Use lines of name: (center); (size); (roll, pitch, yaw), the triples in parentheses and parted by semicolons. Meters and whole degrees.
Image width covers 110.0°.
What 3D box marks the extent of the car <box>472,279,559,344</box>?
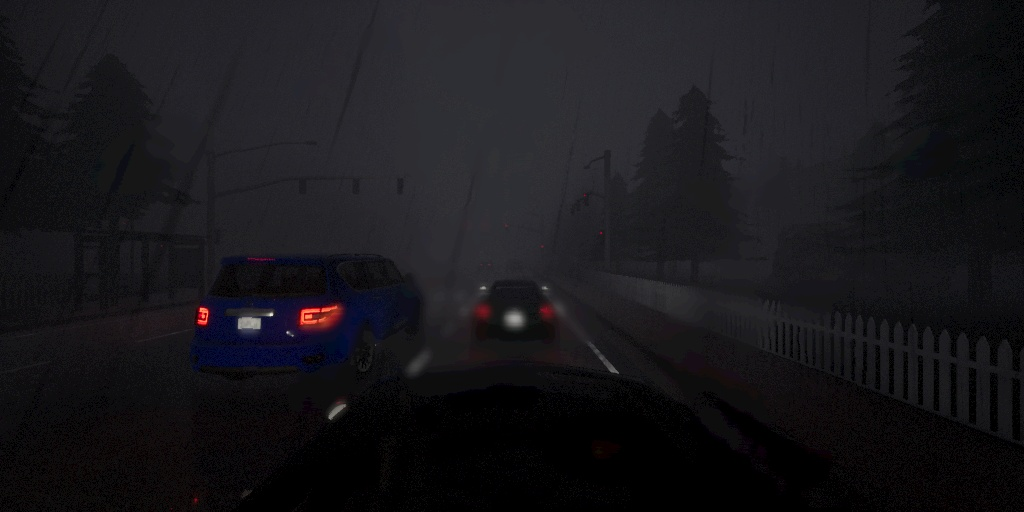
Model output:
car: (0.090, 1.314, 9.635); (1.994, 1.385, 4.181); (0, 0, 1)

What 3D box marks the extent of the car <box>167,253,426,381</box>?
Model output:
car: (-3.403, 0.972, 7.356); (2.150, 2.045, 5.566); (0, 0, 0)

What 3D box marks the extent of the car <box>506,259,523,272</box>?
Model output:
car: (0.285, 1.102, 45.644); (2.097, 1.767, 4.553); (0, 0, 0)

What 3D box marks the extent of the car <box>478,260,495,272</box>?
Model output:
car: (-3.218, 1.242, 45.619); (2.128, 1.511, 4.902); (0, 0, 1)
